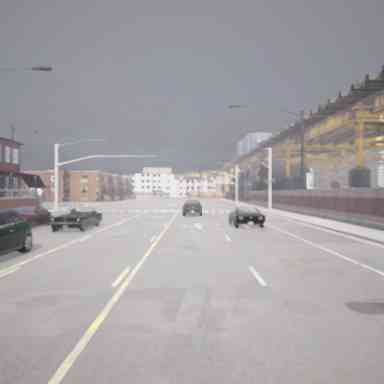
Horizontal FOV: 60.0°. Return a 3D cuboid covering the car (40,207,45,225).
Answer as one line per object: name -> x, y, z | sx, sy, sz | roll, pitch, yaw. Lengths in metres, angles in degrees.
car -> -10.564, 1.596, 21.398 | 1.994, 1.385, 4.181 | 0, 0, 1

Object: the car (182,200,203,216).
car -> 0.059, 1.557, 33.787 | 1.837, 1.490, 4.892 | 0, 0, 0

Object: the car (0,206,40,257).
car -> -7.088, 1.368, 10.751 | 2.097, 1.767, 4.553 | 0, 0, 0

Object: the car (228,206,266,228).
car -> 3.601, 1.635, 22.642 | 1.895, 1.301, 4.718 | 0, 0, 0

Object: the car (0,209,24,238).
car -> -10.500, 1.626, 16.560 | 1.895, 1.301, 4.718 | 0, 0, 0

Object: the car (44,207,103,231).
car -> -7.068, 1.632, 20.748 | 1.895, 1.301, 4.718 | 0, 0, 0
